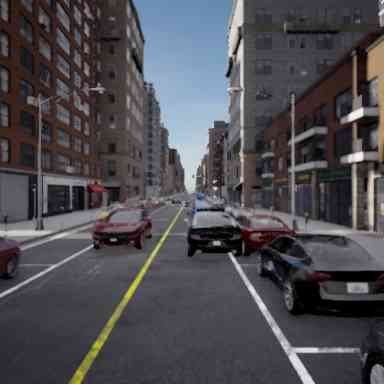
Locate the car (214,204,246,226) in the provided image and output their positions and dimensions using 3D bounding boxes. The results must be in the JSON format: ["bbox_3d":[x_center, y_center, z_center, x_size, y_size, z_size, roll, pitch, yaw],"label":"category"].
[{"bbox_3d":[2.631,1.569,23.928,1.802,1.307,4.206,0,0,0],"label":"car"}]

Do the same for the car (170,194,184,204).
[{"bbox_3d":[-2.767,1.500,60.704,1.837,1.490,4.892,0,0,0],"label":"car"}]

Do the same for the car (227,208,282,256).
[{"bbox_3d":[2.634,1.536,12.890,1.887,1.381,4.507,0,0,0],"label":"car"}]

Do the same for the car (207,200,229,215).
[{"bbox_3d":[2.628,1.533,34.966,2.008,1.369,4.403,0,0,0],"label":"car"}]

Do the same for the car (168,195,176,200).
[{"bbox_3d":[-5.412,1.502,89.793,1.887,1.381,4.507,0,0,0],"label":"car"}]

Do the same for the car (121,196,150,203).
[{"bbox_3d":[-5.396,1.300,29.438,2.192,1.841,5.009,0,0,0],"label":"car"}]

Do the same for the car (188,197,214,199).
[{"bbox_3d":[0.817,1.463,29.070,1.882,1.535,5.008,0,0,0],"label":"car"}]

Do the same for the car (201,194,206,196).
[{"bbox_3d":[2.623,1.416,51.522,1.967,1.590,4.097,0,0,0],"label":"car"}]

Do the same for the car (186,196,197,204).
[{"bbox_3d":[-0.017,1.518,63.769,2.033,1.411,5.357,0,0,0],"label":"car"}]

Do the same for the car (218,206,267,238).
[{"bbox_3d":[2.632,1.540,18.409,2.008,1.369,4.403,0,0,0],"label":"car"}]

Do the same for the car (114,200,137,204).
[{"bbox_3d":[-5.390,1.512,23.752,1.752,1.417,4.829,0,0,0],"label":"car"}]

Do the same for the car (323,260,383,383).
[{"bbox_3d":[2.637,1.549,1.853,2.008,1.369,4.403,0,0,0],"label":"car"}]

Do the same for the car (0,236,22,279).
[{"bbox_3d":[-5.390,1.576,7.365,1.802,1.307,4.206,0,0,0],"label":"car"}]

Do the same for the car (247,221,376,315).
[{"bbox_3d":[2.635,1.560,7.371,1.947,1.339,4.313,0,0,0],"label":"car"}]

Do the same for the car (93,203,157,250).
[{"bbox_3d":[-2.852,1.468,14.573,1.882,1.535,5.008,0,0,0],"label":"car"}]

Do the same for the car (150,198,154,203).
[{"bbox_3d":[-5.397,1.564,34.956,1.802,1.307,4.206,0,0,0],"label":"car"}]

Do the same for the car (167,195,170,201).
[{"bbox_3d":[-5.403,1.524,57.030,2.008,1.369,4.403,0,0,0],"label":"car"}]

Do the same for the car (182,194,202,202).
[{"bbox_3d":[-0.009,1.469,49.023,2.128,1.511,4.902,0,0,0],"label":"car"}]

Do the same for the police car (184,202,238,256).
[{"bbox_3d":[0.725,1.418,13.161,1.930,1.638,5.238,0,0,-2],"label":"police car"}]

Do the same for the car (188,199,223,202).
[{"bbox_3d":[0.819,1.466,23.070,1.882,1.535,5.008,0,0,0],"label":"car"}]

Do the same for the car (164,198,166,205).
[{"bbox_3d":[-5.402,1.501,51.341,1.752,1.417,4.829,0,0,0],"label":"car"}]

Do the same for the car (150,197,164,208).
[{"bbox_3d":[-5.401,1.418,45.994,1.967,1.590,4.097,0,0,0],"label":"car"}]
